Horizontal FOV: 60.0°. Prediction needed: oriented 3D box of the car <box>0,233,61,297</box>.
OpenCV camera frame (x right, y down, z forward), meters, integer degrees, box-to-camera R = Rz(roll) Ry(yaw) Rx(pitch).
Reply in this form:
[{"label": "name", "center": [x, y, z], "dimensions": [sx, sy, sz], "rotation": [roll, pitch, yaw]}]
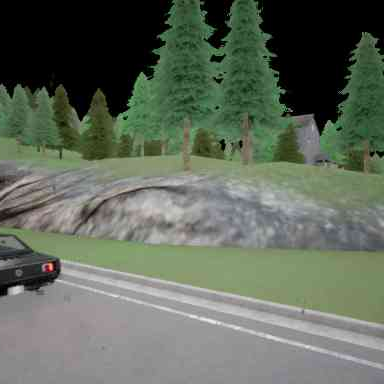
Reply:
[{"label": "car", "center": [-5.181, 1.601, 7.690], "dimensions": [4.718, 1.301, 1.895], "rotation": [0, 0, 36]}]
